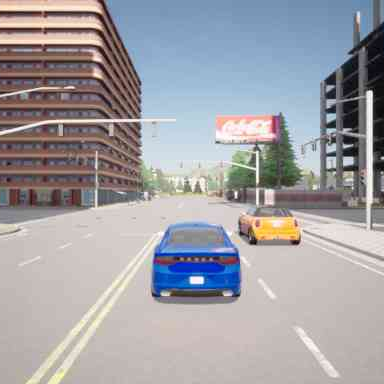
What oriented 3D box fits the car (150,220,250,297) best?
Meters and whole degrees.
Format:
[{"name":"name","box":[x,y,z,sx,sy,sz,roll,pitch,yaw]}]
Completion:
[{"name":"car","box":[0.084,1.478,8.619,1.882,1.535,5.008,0,0,0]}]

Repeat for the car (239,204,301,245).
[{"name":"car","box":[3.472,1.352,15.708,2.097,1.767,4.553,0,0,0]}]
